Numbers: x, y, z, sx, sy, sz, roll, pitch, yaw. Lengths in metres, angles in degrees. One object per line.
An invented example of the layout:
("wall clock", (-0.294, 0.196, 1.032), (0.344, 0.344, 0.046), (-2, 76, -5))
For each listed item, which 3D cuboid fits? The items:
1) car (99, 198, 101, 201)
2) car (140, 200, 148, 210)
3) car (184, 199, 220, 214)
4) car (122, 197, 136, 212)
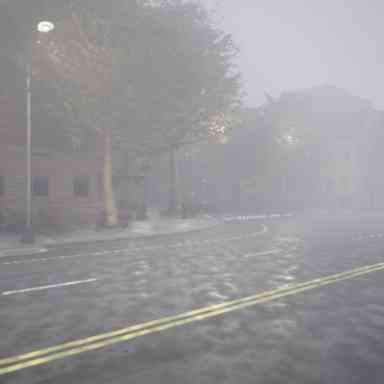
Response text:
("car", (-17.095, 1.227, 56.045), (2.435, 2.045, 5.566), (0, 0, -35))
("car", (-8.981, 1.489, 49.711), (2.128, 1.511, 4.902), (0, 0, -35))
("car", (0.966, 1.476, 35.627), (1.882, 1.535, 5.008), (0, 0, -35))
("car", (-9.273, 1.479, 43.982), (2.231, 1.521, 4.892), (0, 0, -35))
